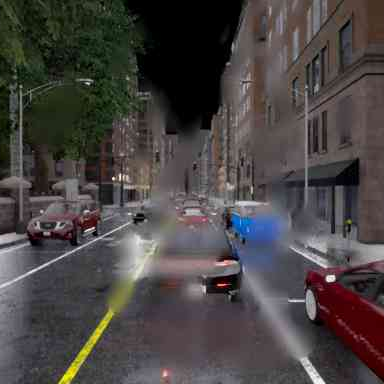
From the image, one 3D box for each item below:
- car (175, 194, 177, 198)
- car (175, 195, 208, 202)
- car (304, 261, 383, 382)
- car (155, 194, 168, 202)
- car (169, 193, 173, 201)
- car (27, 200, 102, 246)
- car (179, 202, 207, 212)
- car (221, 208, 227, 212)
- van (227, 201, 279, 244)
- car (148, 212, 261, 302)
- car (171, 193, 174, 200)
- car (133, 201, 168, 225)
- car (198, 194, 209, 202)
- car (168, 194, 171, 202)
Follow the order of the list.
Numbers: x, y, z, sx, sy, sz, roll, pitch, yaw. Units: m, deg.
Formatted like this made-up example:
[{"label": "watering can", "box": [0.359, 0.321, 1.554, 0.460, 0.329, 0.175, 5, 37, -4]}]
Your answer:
[{"label": "car", "box": [-5.695, 1.496, 86.457, 2.008, 1.369, 4.403, 0, 0, 0]}, {"label": "car", "box": [0.040, 1.338, 27.465, 2.097, 1.767, 4.553, 0, 0, 2]}, {"label": "car", "box": [2.854, 1.544, 4.236, 1.887, 1.381, 4.507, 0, 0, 0]}, {"label": "car", "box": [-5.687, 1.480, 59.033, 1.752, 1.417, 4.829, 0, 0, 0]}, {"label": "car", "box": [-5.690, 1.493, 70.105, 1.887, 1.381, 4.507, 0, 0, 0]}, {"label": "car", "box": [-5.674, 1.310, 15.514, 2.192, 1.841, 5.009, 0, 0, 0]}, {"label": "car", "box": [0.098, 1.519, 18.507, 1.812, 1.442, 4.674, 0, 0, 0]}, {"label": "car", "box": [2.850, 1.557, 21.217, 1.947, 1.339, 4.313, 0, 0, 0]}, {"label": "van", "box": [2.851, 1.336, 15.557, 1.690, 1.788, 3.998, 0, 0, 0]}, {"label": "car", "box": [0.098, 1.490, 8.245, 2.128, 1.511, 4.902, 0, 0, 0]}, {"label": "car", "box": [-5.692, 1.491, 75.555, 1.887, 1.381, 4.507, 0, 0, 0]}, {"label": "car", "box": [-3.024, 1.590, 24.100, 1.895, 1.301, 4.718, 0, 0, 0]}, {"label": "car", "box": [2.833, 1.386, 75.594, 1.967, 1.590, 4.097, 0, 0, 0]}, {"label": "car", "box": [-5.688, 1.502, 64.653, 2.008, 1.369, 4.403, 0, 0, 0]}]
